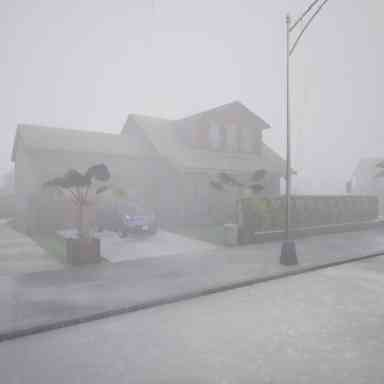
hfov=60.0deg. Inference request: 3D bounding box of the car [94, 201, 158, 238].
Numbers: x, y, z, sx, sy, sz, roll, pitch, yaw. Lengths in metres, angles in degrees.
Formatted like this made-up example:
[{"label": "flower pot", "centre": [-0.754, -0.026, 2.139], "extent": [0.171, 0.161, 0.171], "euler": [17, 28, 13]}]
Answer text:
[{"label": "car", "centre": [-3.054, 1.174, 15.268], "extent": [1.845, 1.501, 3.633], "euler": [0, 0, -38]}]
